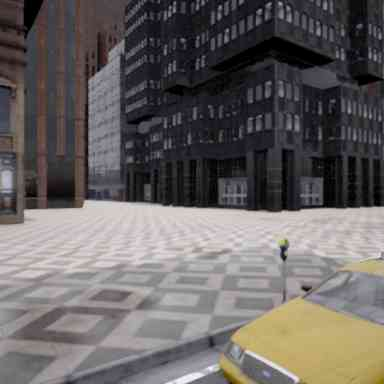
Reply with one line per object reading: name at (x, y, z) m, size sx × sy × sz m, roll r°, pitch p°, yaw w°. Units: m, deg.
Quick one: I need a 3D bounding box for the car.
car at (2.542, 1.524, 4.321) m, size 4.829 × 1.417 × 1.752 m, roll 0°, pitch 0°, yaw -35°
